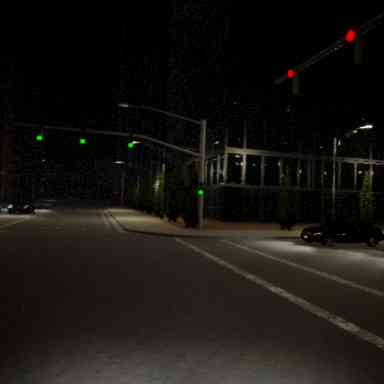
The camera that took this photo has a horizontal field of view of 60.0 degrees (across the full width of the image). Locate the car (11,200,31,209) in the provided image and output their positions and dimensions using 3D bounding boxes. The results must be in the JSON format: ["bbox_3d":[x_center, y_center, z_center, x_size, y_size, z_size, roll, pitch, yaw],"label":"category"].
[{"bbox_3d":[-27.191,1.905,52.942,1.895,1.301,4.718,2,-1,-16],"label":"car"}]

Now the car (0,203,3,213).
[{"bbox_3d":[-22.629,1.600,37.114,1.837,1.490,4.892,2,-2,-16],"label":"car"}]

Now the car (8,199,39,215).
[{"bbox_3d":[-19.030,1.575,37.287,2.097,1.767,4.553,2,-1,-16],"label":"car"}]

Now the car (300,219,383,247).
[{"bbox_3d":[8.317,2.211,18.399,4.674,1.442,1.812,2,-1,-16],"label":"car"}]

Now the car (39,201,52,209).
[{"bbox_3d":[-23.389,2.025,52.362,1.895,1.301,4.718,2,-1,-16],"label":"car"}]
